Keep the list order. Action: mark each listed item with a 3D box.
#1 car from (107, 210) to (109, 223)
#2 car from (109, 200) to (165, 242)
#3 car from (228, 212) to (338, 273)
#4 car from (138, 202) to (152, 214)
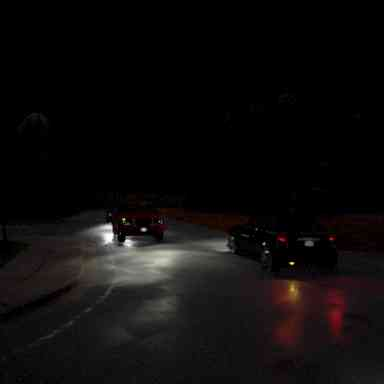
[{"bbox_3d":[-6.660,2.037,29.843,1.895,1.301,4.718,0,-2,-16],"label":"car"},{"bbox_3d":[-3.045,1.441,18.054,2.150,2.045,5.566,0,-1,-17],"label":"car"},{"bbox_3d":[2.825,1.486,11.409,2.097,1.767,4.553,1,0,-13],"label":"car"},{"bbox_3d":[-6.854,2.325,49.113,1.837,1.490,4.892,0,-1,-5],"label":"car"}]
